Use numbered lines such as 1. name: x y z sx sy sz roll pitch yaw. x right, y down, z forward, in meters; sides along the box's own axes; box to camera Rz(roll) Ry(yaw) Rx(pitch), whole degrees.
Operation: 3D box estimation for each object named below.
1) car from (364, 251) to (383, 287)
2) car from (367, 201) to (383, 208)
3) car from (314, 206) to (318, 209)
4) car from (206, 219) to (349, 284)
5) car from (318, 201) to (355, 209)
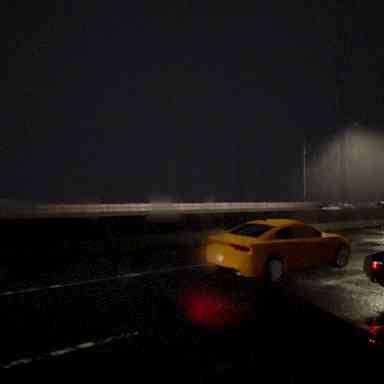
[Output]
1. car: 6.347 1.704 8.225 4.718 1.301 1.895 1 0 -35
2. car: 20.321 1.756 35.142 4.553 1.767 2.097 1 0 -34
3. car: 17.228 1.923 41.507 4.892 1.490 1.837 1 0 -34
4. car: 2.733 1.559 9.958 5.008 1.535 1.882 0 0 -35
5. car: 16.450 1.980 36.750 4.718 1.301 1.895 1 0 -34
